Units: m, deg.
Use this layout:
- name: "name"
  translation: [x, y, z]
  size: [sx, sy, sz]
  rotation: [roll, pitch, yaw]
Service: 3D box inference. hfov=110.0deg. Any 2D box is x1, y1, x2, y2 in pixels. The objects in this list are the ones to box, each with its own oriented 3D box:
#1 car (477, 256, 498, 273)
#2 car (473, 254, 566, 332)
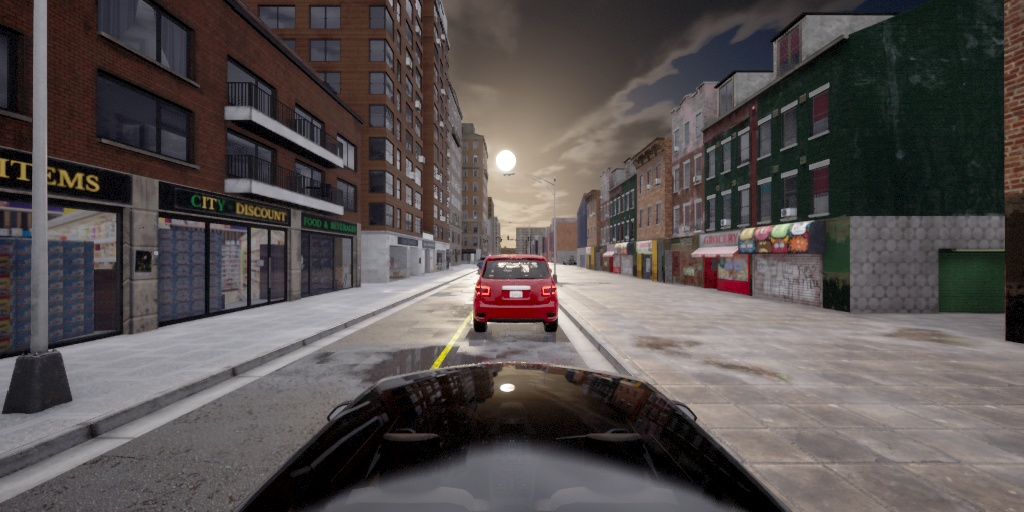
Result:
- name: "car"
  translation: [-2.896, 0.971, 43.791]
  size: [2.150, 2.045, 5.566]
  rotation: [0, 0, 0]
- name: "car"
  translation: [0.090, 0.972, 10.947]
  size: [2.150, 2.045, 5.566]
  rotation: [0, 0, 0]
